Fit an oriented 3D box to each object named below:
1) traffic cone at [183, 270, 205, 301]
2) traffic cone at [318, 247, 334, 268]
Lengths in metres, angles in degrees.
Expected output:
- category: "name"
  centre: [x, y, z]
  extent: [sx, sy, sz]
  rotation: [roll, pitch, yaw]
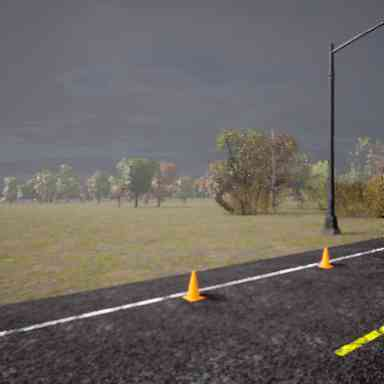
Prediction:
- category: "traffic cone"
  centre: [0.043, 1.955, 7.059]
  extent: [0.340, 0.580, 0.340]
  rotation: [0, 0, -36]
- category: "traffic cone"
  centre: [4.034, 1.950, 10.011]
  extent: [0.340, 0.580, 0.340]
  rotation: [0, 0, -37]
